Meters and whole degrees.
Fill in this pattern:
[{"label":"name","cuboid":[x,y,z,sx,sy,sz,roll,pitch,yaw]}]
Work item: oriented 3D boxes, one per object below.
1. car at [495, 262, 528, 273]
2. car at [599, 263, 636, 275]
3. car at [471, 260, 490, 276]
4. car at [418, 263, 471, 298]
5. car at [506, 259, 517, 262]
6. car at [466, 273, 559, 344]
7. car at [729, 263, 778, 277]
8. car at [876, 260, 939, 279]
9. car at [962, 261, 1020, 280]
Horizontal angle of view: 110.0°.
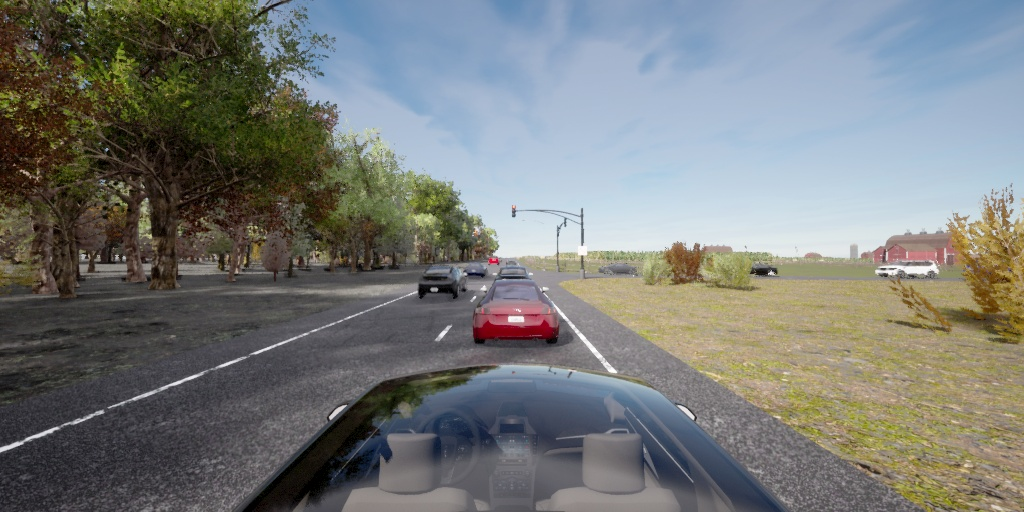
[{"label":"car","cuboid":[0.049,1.259,18.550,1.837,1.490,4.892,0,0,0]},{"label":"car","cuboid":[12.123,1.509,41.315,4.181,1.385,1.994,1,-1,4]},{"label":"car","cuboid":[-3.511,1.320,34.787,1.994,1.385,4.181,0,0,0]},{"label":"car","cuboid":[-3.455,1.258,18.384,1.837,1.490,4.892,0,0,0]},{"label":"car","cuboid":[-0.107,1.245,63.686,2.128,1.511,4.902,0,0,0]},{"label":"car","cuboid":[0.075,1.316,9.638,1.994,1.385,4.181,0,0,0]},{"label":"car","cuboid":[27.553,1.587,41.007,5.008,1.535,1.882,1,-1,0]},{"label":"car","cuboid":[45.108,1.524,40.964,5.566,2.045,2.150,1,-1,0]},{"label":"car","cuboid":[50.587,1.522,37.372,5.566,2.045,2.150,1,-1,1]}]
